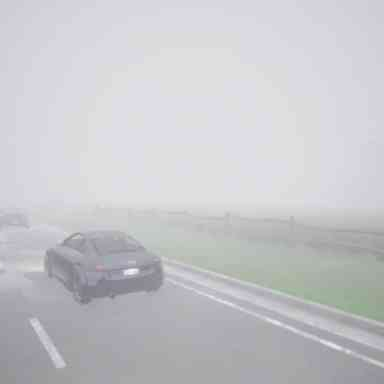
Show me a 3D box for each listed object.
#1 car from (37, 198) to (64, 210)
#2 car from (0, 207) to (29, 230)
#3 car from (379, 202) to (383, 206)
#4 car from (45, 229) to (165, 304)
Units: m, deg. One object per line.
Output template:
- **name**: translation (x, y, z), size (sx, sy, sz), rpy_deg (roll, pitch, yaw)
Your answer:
- **car**: translation (-22.053, 1.834, 52.046), size (3.866, 1.878, 1.905), rpy_deg (0, -1, -35)
- **car**: translation (-12.714, 1.805, 23.326), size (1.812, 1.442, 4.674), rpy_deg (0, -1, -35)
- **car**: translation (32.500, 1.843, 52.957), size (1.932, 1.855, 4.605), rpy_deg (0, -1, -35)
- **car**: translation (-2.428, 1.668, 8.637), size (1.994, 1.385, 4.181), rpy_deg (0, -1, -35)
